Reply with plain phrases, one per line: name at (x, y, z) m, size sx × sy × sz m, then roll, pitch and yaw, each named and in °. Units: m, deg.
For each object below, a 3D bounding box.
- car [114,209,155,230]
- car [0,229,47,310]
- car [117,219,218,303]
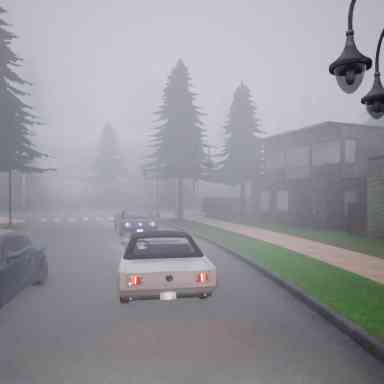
car at (-3.203, 1.601, 18.288) m, size 1.895 × 1.301 × 4.718 m, roll 0°, pitch 0°, yaw -18°
car at (-4.300, 1.526, 6.636) m, size 1.812 × 1.442 × 4.674 m, roll 0°, pitch 0°, yaw -8°
car at (-0.809, 1.601, 8.239) m, size 1.895 × 1.301 × 4.718 m, roll 0°, pitch 0°, yaw -10°
